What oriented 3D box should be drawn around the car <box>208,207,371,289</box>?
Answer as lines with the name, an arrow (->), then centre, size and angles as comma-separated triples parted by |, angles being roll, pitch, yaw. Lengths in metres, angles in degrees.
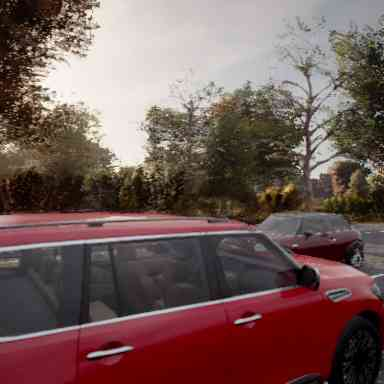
car -> 2.950, 1.402, 9.848 | 4.553, 1.767, 2.097 | 1, 0, -31

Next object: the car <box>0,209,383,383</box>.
car -> -0.225, 1.222, 3.457 | 5.566, 2.045, 2.150 | 0, 0, -34

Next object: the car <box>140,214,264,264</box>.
car -> 0.427, 1.607, 12.392 | 4.181, 1.385, 1.994 | 1, 0, -31
